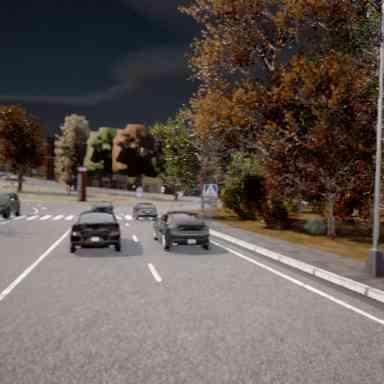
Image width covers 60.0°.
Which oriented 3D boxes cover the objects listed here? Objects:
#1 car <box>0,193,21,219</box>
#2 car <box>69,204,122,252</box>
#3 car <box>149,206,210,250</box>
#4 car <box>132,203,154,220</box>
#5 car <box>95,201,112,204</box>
[{"bbox_3d":[-16.333,1.109,28.463,2.150,2.045,5.566,1,0,-14],"label":"car"},{"bbox_3d":[-4.025,1.519,14.212,1.882,1.535,5.008,1,0,-14],"label":"car"},{"bbox_3d":[-0.584,1.604,14.869,1.837,1.490,4.892,1,0,-14],"label":"car"},{"bbox_3d":[-4.134,1.648,29.119,2.033,1.411,5.357,1,0,-14],"label":"car"},{"bbox_3d":[-7.595,1.552,28.584,1.837,1.490,4.892,1,0,-14],"label":"car"}]
